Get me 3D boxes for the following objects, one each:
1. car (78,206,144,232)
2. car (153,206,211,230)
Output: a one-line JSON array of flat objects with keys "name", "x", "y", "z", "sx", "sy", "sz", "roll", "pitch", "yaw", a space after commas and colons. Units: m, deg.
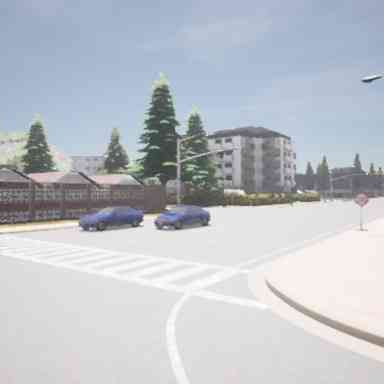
[{"name": "car", "x": -5.228, "y": 1.692, "z": 21.975, "sx": 1.812, "sy": 1.442, "sz": 4.674, "roll": -1, "pitch": 0, "yaw": 38}, {"name": "car", "x": -0.533, "y": 1.657, "z": 22.333, "sx": 1.812, "sy": 1.442, "sz": 4.674, "roll": -1, "pitch": 0, "yaw": 38}]
